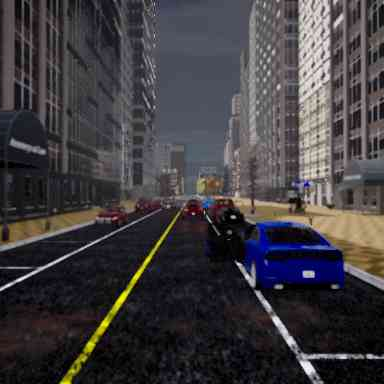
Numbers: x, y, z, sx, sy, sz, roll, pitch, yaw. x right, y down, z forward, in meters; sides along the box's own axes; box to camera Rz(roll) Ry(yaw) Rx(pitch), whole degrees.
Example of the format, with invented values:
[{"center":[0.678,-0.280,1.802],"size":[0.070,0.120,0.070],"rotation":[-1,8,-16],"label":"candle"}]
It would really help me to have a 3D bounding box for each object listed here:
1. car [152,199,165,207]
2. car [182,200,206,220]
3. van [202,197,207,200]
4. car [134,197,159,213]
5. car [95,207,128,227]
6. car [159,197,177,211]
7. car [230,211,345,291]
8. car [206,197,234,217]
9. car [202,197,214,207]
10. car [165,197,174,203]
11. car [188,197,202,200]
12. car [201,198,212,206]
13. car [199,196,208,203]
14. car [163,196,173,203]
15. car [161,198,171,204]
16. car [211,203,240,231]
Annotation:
[{"center":[-5.681,1.853,57.117],"size":[1.887,1.381,4.507],"rotation":[0,0,0],"label":"car"},{"center":[0.103,1.691,30.342],"size":[1.812,1.442,4.674],"rotation":[0,-1,0],"label":"car"},{"center":[2.700,1.619,51.578],"size":[1.690,1.788,3.998],"rotation":[0,0,0],"label":"van"},{"center":[-5.681,1.535,40.500],"size":[2.192,1.841,5.009],"rotation":[0,0,0],"label":"car"},{"center":[-5.684,1.713,23.881],"size":[1.802,1.307,4.206],"rotation":[0,0,0],"label":"car"},{"center":[-3.014,1.738,45.239],"size":[2.128,1.511,4.902],"rotation":[0,0,0],"label":"car"},{"center":[2.363,1.529,9.206],"size":[1.882,1.535,5.008],"rotation":[0,0,0],"label":"car"},{"center":[2.698,1.475,29.421],"size":[2.192,1.841,5.009],"rotation":[0,0,0],"label":"car"},{"center":[2.700,1.748,57.117],"size":[1.967,1.590,4.097],"rotation":[0,0,0],"label":"car"},{"center":[-5.679,2.006,84.812],"size":[2.008,1.369,4.403],"rotation":[0,0,0],"label":"car"},{"center":[0.105,1.753,46.694],"size":[1.837,1.490,4.892],"rotation":[0,-2,0],"label":"car"},{"center":[2.700,1.864,62.825],"size":[1.752,1.417,4.829],"rotation":[0,0,0],"label":"car"},{"center":[2.701,1.866,79.274],"size":[1.967,1.590,4.097],"rotation":[0,0,0],"label":"car"},{"center":[-5.679,1.866,79.274],"size":[1.967,1.590,4.097],"rotation":[0,0,0],"label":"car"},{"center":[-5.680,1.941,73.734],"size":[1.887,1.381,4.507],"rotation":[0,0,0],"label":"car"},{"center":[2.697,1.696,23.881],"size":[1.947,1.339,4.313],"rotation":[0,0,0],"label":"car"}]
